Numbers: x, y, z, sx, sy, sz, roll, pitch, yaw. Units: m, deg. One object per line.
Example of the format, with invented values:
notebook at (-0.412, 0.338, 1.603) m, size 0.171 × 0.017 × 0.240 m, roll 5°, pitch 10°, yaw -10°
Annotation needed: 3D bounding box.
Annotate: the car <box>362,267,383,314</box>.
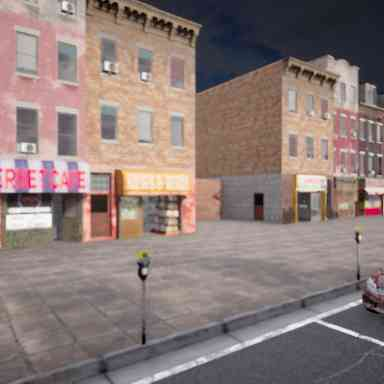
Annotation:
car at (4.958, 1.570, 6.344) m, size 4.206 × 1.307 × 1.802 m, roll 0°, pitch 0°, yaw -35°
